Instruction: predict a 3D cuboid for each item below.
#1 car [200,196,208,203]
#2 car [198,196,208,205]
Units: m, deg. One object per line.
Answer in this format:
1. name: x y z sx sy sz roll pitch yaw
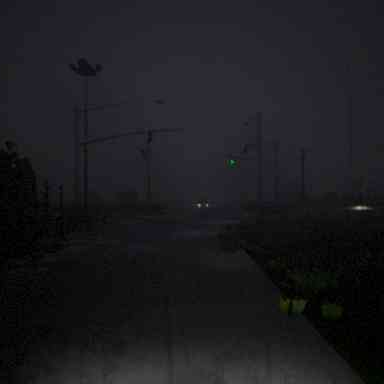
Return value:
1. car: 2.989 1.735 80.686 1.837 1.490 4.892 0 0 3
2. car: 2.224 1.673 65.069 1.882 1.535 5.008 0 0 3
